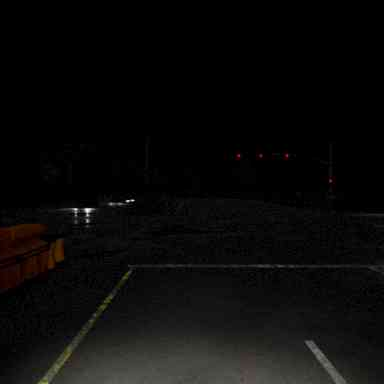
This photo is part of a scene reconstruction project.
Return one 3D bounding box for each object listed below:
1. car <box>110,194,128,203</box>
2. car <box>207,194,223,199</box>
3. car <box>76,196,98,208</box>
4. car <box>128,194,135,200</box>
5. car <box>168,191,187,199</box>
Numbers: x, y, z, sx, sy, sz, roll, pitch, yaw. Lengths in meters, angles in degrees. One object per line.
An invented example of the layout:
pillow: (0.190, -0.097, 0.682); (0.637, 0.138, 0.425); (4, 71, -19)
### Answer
car: (-13.980, 1.099, 62.534); (2.097, 1.767, 4.553); (0, 0, 1)
car: (6.999, 1.145, 94.647); (2.033, 1.411, 5.357); (0, 0, -18)
car: (-14.047, 1.331, 44.640); (1.837, 1.490, 4.892); (0, 0, 0)
car: (-14.901, 1.192, 80.822); (2.128, 1.511, 4.902); (0, 0, -6)
car: (-4.171, 0.822, 95.213); (2.150, 2.045, 5.566); (0, 0, -22)
